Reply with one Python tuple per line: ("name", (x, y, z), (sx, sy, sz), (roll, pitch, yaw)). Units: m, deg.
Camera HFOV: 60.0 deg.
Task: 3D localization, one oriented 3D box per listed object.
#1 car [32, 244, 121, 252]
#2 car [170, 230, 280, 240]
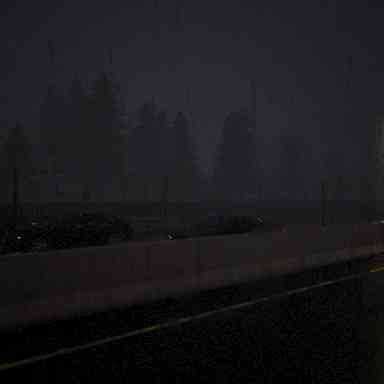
("car", (-4.796, 1.554, 13.466), (4.892, 1.490, 1.837), (1, 0, -35))
("car", (1.607, 1.642, 13.734), (5.357, 1.411, 2.033), (1, 0, -35))
